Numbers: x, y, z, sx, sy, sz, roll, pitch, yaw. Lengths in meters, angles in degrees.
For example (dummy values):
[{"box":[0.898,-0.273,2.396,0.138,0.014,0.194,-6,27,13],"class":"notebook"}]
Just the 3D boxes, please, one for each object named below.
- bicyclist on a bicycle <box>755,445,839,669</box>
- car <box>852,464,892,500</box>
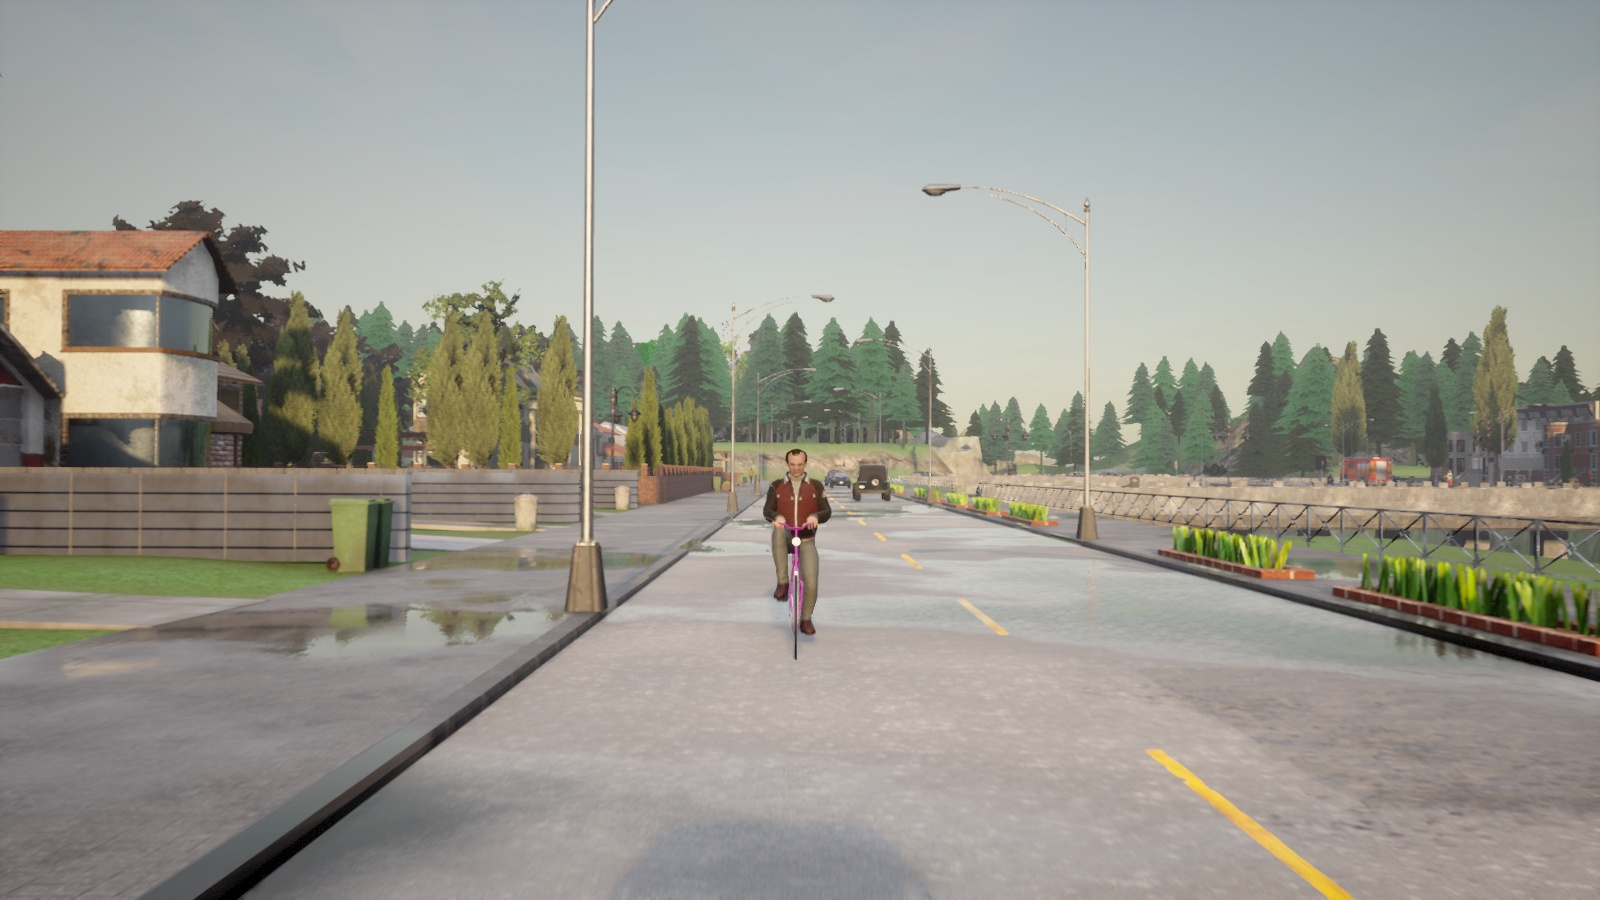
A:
[{"box":[-0.026,0.868,10.927,0.659,1.776,1.843,0,-1,0],"class":"bicyclist on a bicycle"},{"box":[3.841,1.727,67.606,1.905,1.878,3.866,0,-1,0],"class":"car"}]
